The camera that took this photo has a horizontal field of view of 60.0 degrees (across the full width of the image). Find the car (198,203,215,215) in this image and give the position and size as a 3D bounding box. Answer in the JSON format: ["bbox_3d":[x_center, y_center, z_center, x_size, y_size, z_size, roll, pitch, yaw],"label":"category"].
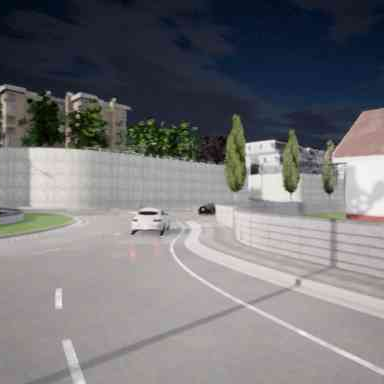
[{"bbox_3d":[2.657,1.957,38.863,1.994,1.385,4.181,0,-1,45],"label":"car"}]

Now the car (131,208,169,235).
[{"bbox_3d":[-2.427,1.674,19.790,1.812,1.442,4.674,1,-1,1],"label":"car"}]
